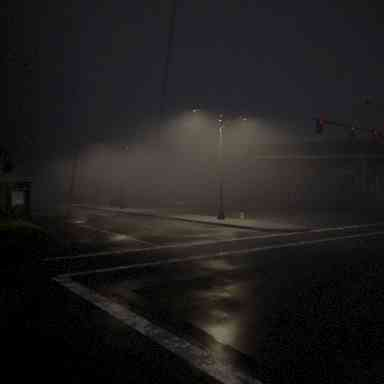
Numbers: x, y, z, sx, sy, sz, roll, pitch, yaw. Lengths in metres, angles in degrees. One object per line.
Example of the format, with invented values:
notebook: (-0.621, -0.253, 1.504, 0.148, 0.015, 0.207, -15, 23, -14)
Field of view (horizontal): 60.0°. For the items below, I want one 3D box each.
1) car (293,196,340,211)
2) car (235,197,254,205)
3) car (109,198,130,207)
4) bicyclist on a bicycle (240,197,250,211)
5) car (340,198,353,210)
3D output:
car: (13.850, 1.295, 38.107, 2.242, 1.667, 4.611, 0, 0, -35)
car: (8.820, 1.564, 55.689, 1.994, 1.385, 4.181, 0, 0, 33)
car: (-11.145, 1.564, 50.702, 1.994, 1.385, 4.181, 0, 0, -35)
bicyclist on a bicycle: (6.271, 1.430, 39.743, 1.656, 1.620, 0.582, -6, -7, -37)
car: (18.112, 1.456, 42.034, 1.970, 1.475, 3.806, 0, 0, -35)
